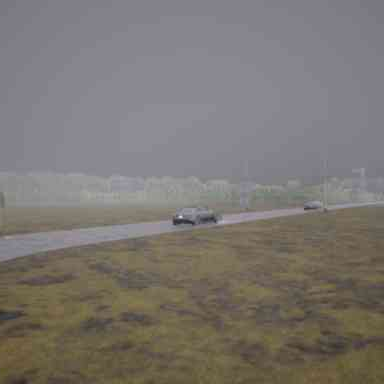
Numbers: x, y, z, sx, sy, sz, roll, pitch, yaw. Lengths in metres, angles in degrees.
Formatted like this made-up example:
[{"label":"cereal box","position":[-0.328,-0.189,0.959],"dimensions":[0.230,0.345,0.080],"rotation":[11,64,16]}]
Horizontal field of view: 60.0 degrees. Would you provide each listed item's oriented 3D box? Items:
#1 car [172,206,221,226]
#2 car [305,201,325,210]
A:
[{"label":"car","position":[0.402,1.687,24.284],"dimensions":[1.994,1.385,4.181],"rotation":[-1,-1,36]},{"label":"car","position":[18.124,1.963,49.014],"dimensions":[1.994,1.385,4.181],"rotation":[-1,-1,36]}]
